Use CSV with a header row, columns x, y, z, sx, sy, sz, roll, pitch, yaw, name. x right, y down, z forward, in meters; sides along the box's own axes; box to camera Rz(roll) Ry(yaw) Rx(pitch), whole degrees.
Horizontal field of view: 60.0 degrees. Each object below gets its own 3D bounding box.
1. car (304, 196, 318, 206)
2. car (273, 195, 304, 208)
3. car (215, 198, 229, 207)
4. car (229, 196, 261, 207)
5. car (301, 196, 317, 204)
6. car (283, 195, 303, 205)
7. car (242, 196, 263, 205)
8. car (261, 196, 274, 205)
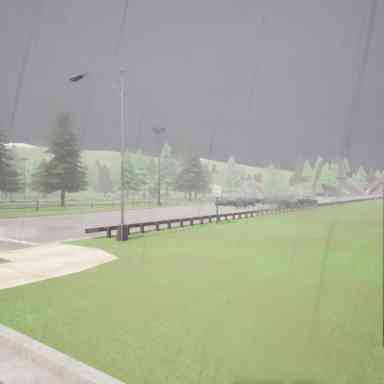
x,y,z,sx,sy,sz,roll,pitch,yaw,name
19.181,1.504,54.223,1.837,1.490,4.892,0,0,35,car
13.319,1.504,45.761,1.837,1.490,4.892,0,0,35,car
5.390,1.563,52.719,1.994,1.385,4.181,0,0,35,car
8.087,1.491,50.483,2.128,1.511,4.902,0,0,35,car
23.097,1.525,65.753,1.812,1.442,4.674,0,0,35,car
17.602,1.351,57.900,2.097,1.767,4.553,0,0,35,car
11.051,1.477,60.919,1.882,1.535,5.008,0,0,35,car
13.919,1.491,58.913,2.128,1.511,4.902,0,0,35,car
